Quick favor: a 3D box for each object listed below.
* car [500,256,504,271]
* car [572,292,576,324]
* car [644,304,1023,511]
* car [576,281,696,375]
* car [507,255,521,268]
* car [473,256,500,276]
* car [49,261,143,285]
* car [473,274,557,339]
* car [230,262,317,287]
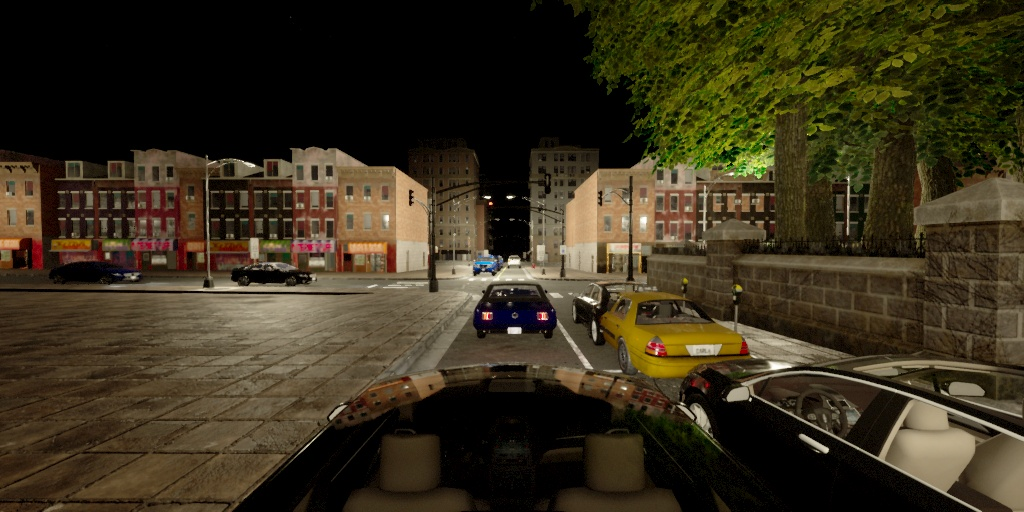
[{"bbox_3d":[-2.645,0.988,47.873,2.150,2.045,5.566,0,0,1],"label":"car"},{"bbox_3d":[2.662,1.298,9.281,2.007,1.370,4.403,0,0,0],"label":"car"},{"bbox_3d":[2.637,1.300,2.146,2.007,1.370,4.403,0,0,0],"label":"car"},{"bbox_3d":[2.687,1.273,7.307,1.751,1.417,4.829,0,0,0],"label":"car"},{"bbox_3d":[0.392,1.002,61.562,2.150,2.045,5.566,0,0,0],"label":"car"},{"bbox_3d":[-2.744,0.978,37.261,2.150,2.045,5.566,0,0,0],"label":"car"},{"bbox_3d":[-26.386,1.068,22.776,4.674,1.442,1.812,1,1,0],"label":"car"},{"bbox_3d":[0.076,1.348,10.086,1.895,1.301,4.718,0,0,0],"label":"car"},{"bbox_3d":[-15.025,1.159,22.748,4.902,1.511,2.128,1,1,0],"label":"car"}]
